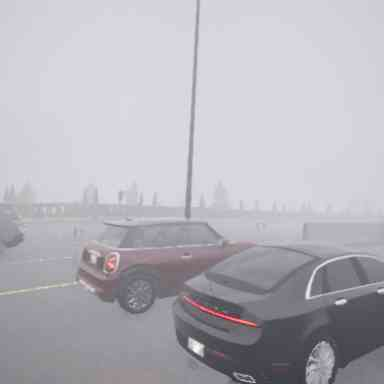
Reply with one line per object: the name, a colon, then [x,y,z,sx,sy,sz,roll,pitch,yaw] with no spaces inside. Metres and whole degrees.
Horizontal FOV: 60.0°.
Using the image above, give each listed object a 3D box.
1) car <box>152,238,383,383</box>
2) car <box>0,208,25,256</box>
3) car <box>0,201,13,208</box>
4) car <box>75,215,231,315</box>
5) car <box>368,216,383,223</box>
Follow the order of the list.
car: [2.017,1.552,5.183,4.892,1.490,1.837,1,-1,-35]
car: [-8.262,1.488,10.996,4.902,1.511,2.128,0,0,-35]
car: [-11.405,1.351,17.351,4.553,1.767,2.097,0,0,-35]
car: [-0.243,1.397,7.871,4.553,1.767,2.097,1,-1,-35]
car: [24.652,3.836,43.043,4.902,1.511,2.128,4,-2,-35]
